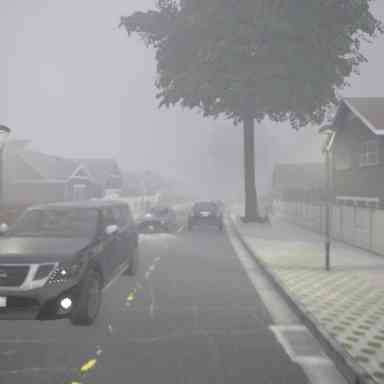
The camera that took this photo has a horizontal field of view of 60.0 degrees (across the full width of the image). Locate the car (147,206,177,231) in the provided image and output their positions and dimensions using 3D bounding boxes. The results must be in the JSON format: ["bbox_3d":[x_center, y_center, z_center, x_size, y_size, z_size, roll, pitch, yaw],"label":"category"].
[{"bbox_3d":[-2.063,1.565,20.904,2.033,1.411,5.357,0,0,4],"label":"car"}]

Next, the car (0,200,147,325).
[{"bbox_3d":[-2.665,1.225,7.495,2.150,2.045,5.566,0,0,2],"label":"car"}]

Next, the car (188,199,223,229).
[{"bbox_3d":[0.925,1.376,21.742,2.097,1.767,4.553,0,0,4],"label":"car"}]

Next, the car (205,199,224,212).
[{"bbox_3d":[2.959,1.621,42.321,2.033,1.411,5.357,0,0,8],"label":"car"}]
